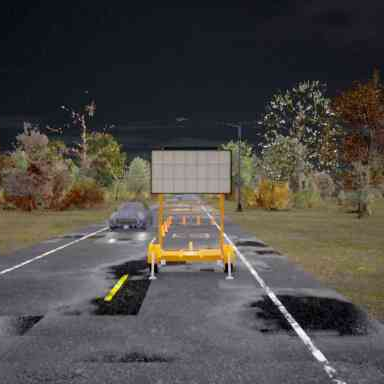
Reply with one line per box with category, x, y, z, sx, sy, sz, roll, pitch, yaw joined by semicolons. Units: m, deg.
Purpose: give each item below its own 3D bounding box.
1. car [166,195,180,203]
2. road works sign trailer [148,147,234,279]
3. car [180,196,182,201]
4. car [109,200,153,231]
car;-3.722;1.601;61.964;1.895;1.301;4.718;0;0;0
road works sign trailer;-0.026;0.463;9.993;2.380;3.560;2.880;0;0;0
car;-3.734;1.532;89.129;1.812;1.442;4.674;0;0;0
car;-3.653;1.350;20.658;2.097;1.767;4.553;0;0;0
